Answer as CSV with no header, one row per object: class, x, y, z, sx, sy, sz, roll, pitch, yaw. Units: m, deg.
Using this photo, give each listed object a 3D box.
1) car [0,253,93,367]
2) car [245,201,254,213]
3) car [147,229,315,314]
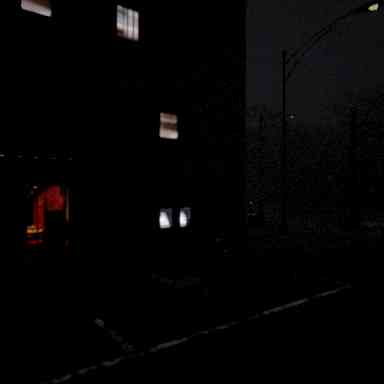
car,-3.482,1.570,4.225,4.313,1.339,1.947,-1,1,-35
car,3.823,1.067,32.217,2.097,1.767,4.553,0,-1,-34
car,1.052,1.532,7.456,4.206,1.307,1.802,-1,1,-35
